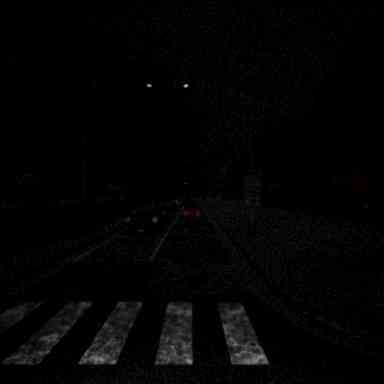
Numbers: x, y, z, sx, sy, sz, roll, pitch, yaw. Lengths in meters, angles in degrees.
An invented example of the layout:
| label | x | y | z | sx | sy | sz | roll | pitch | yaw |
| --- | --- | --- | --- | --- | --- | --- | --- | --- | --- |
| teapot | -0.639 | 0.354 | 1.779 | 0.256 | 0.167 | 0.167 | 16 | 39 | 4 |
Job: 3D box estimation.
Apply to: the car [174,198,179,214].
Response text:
| label | x | y | z | sx | sy | sz | roll | pitch | yaw |
| --- | --- | --- | --- | --- | --- | --- | --- | --- | --- |
| car | -2.644 | 1.656 | 36.106 | 1.802 | 1.307 | 4.206 | 0 | 0 | 0 |

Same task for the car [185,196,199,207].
| label | x | y | z | sx | sy | sz | roll | pitch | yaw |
| --- | --- | --- | --- | --- | --- | --- | --- | --- | --- |
| car | -0.004 | 1.504 | 53.540 | 2.097 | 1.767 | 4.553 | 0 | 0 | 0 |

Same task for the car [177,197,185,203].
| label | x | y | z | sx | sy | sz | roll | pitch | yaw |
| --- | --- | --- | --- | --- | --- | --- | --- | --- | --- |
| car | -2.651 | 1.872 | 81.614 | 1.947 | 1.339 | 4.313 | 0 | 0 | 0 |

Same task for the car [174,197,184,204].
| label | x | y | z | sx | sy | sz | roll | pitch | yaw |
| --- | --- | --- | --- | --- | --- | --- | --- | --- | --- |
| car | -2.650 | 1.780 | 70.237 | 1.887 | 1.381 | 4.507 | 0 | 0 | 0 |

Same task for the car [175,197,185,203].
| label | x | y | z | sx | sy | sz | roll | pitch | yaw |
| --- | --- | --- | --- | --- | --- | --- | --- | --- | --- |
| car | -2.651 | 1.820 | 75.926 | 2.008 | 1.369 | 4.403 | 0 | 0 | 0 |

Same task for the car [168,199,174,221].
| label | x | y | z | sx | sy | sz | roll | pitch | yaw |
| --- | --- | --- | --- | --- | --- | --- | --- | --- | --- |
| car | -2.642 | 1.480 | 24.728 | 1.967 | 1.590 | 4.097 | 0 | 0 | 0 |

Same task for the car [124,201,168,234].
| label | x | y | z | sx | sy | sz | roll | pitch | yaw |
| --- | --- | --- | --- | --- | --- | --- | --- | --- | --- |
| car | -2.642 | 1.466 | 19.040 | 1.967 | 1.590 | 4.097 | 0 | 0 | 0 |

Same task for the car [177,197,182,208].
| label | x | y | z | sx | sy | sz | roll | pitch | yaw |
| --- | --- | --- | --- | --- | --- | --- | --- | --- | --- |
| car | -2.646 | 1.670 | 47.483 | 2.008 | 1.369 | 4.403 | 0 | 0 | 0 |

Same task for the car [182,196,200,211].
| label | x | y | z | sx | sy | sz | roll | pitch | yaw |
| --- | --- | --- | --- | --- | --- | --- | --- | --- | --- |
| car | -0.003 | 1.583 | 43.150 | 1.882 | 1.535 | 5.008 | 0 | 0 | 0 |

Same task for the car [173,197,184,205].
| label | x | y | z | sx | sy | sz | roll | pitch | yaw |
| --- | --- | --- | --- | --- | --- | --- | --- | --- | --- |
| car | -2.649 | 1.748 | 64.549 | 1.887 | 1.381 | 4.507 | 0 | 0 | 0 |
